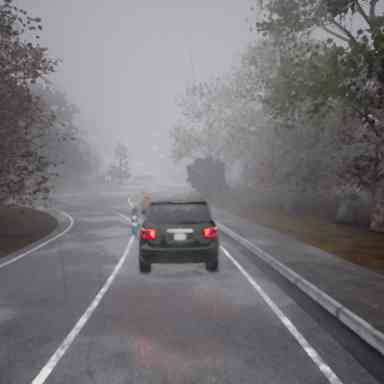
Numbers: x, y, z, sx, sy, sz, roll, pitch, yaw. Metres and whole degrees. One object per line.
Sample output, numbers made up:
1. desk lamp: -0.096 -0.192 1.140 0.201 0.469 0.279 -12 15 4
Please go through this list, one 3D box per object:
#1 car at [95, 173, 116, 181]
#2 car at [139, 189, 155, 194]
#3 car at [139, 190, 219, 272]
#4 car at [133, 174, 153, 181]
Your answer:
1. car: -19.849 -3.455 76.389 4.553 1.767 2.097 0 5 0
2. car: -3.659 0.496 29.933 1.882 1.535 5.008 -1 4 -13
3. car: -0.493 1.127 10.797 2.150 2.045 5.566 0 1 -4
4. car: -11.357 -3.461 77.208 5.008 1.535 1.882 2 5 27
